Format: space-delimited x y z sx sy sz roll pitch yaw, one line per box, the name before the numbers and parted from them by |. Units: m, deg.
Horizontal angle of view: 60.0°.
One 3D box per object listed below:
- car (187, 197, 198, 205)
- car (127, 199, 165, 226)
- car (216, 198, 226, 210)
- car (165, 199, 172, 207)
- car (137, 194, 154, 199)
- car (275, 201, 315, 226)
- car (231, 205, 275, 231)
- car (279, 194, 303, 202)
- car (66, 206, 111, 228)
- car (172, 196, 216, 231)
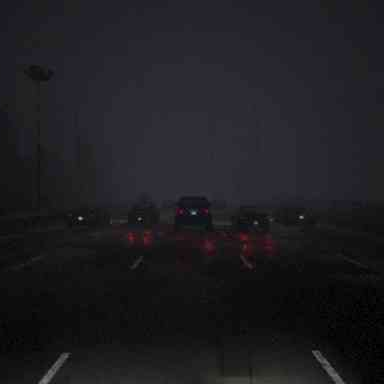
car | 0.089 1.636 61.580 1.812 1.442 4.674 0 0 0
car | -3.407 1.535 24.065 2.128 1.511 4.902 0 0 0
car | 3.590 1.572 45.308 2.128 1.511 4.902 0 0 0
car | -3.411 1.652 49.444 1.994 1.385 4.181 0 0 0
car | -6.911 1.310 49.447 2.150 2.045 5.566 0 0 0
car | 7.094 1.606 23.557 1.994 1.385 4.181 0 0 0
car | 3.598 1.563 20.997 1.812 1.442 4.674 0 0 0
car | 15.910 1.309 53.446 3.866 1.878 1.905 0 0 0
car | -6.905 1.605 22.573 1.994 1.385 4.181 0 0 0
car | 0.098 1.261 21.153 2.150 2.045 5.566 0 0 0
